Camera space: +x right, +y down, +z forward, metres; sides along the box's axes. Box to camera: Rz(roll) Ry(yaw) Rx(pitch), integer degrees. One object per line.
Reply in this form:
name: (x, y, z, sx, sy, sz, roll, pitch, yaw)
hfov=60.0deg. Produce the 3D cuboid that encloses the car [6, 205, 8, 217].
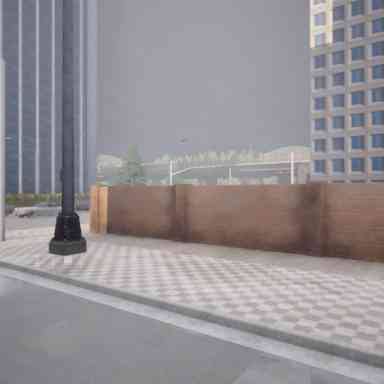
car: (-18.224, 1.546, 29.252, 2.033, 1.411, 5.357, 0, 0, 32)

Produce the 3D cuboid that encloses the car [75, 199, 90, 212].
car: (-12.415, 1.546, 37.483, 2.033, 1.411, 5.357, 0, 0, 35)

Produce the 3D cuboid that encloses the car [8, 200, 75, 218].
car: (-13.420, 1.600, 29.947, 1.895, 1.301, 4.718, 0, 0, 35)
